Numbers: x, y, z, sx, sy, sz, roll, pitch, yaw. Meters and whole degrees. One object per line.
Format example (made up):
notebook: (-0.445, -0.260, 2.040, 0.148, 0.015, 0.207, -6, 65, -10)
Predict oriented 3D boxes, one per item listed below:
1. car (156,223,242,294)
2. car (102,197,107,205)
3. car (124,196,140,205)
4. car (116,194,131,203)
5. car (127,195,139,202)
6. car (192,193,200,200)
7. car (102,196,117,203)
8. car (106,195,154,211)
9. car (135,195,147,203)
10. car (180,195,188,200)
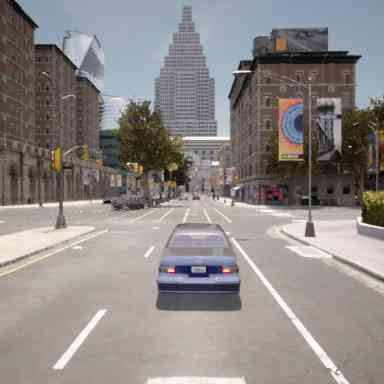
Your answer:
car: (0.175, 1.547, 8.947, 2.033, 1.411, 5.357, 0, 0, 1)
car: (-14.328, 1.601, 58.693, 1.895, 1.301, 4.718, 0, 0, 1)
car: (-10.809, 1.478, 59.873, 1.882, 1.535, 5.008, 0, 0, 1)
car: (-14.124, 1.355, 68.799, 2.097, 1.767, 4.553, 0, 0, 1)
car: (-13.993, 1.478, 78.898, 1.882, 1.535, 5.008, 0, 0, 1)
car: (1.154, 1.350, 90.026, 2.097, 1.767, 4.553, 0, 0, 1)
car: (-17.360, 1.595, 69.847, 1.895, 1.301, 4.718, 0, 0, 1)
car: (-7.284, 1.505, 39.912, 4.892, 1.490, 1.837, 0, 1, -41)
car: (-10.612, 1.500, 69.669, 1.837, 1.490, 4.892, 0, 0, 1)
car: (-2.346, 1.519, 90.101, 1.812, 1.442, 4.674, 0, 0, 1)
